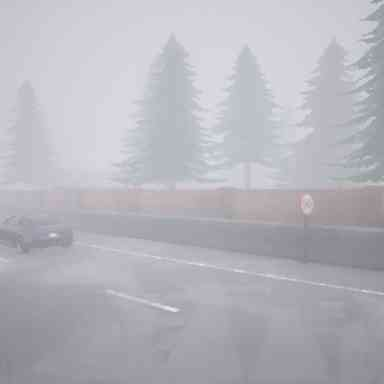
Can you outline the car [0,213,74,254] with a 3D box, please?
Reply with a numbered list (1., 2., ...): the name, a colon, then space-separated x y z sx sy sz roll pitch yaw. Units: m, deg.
1. car: -6.685 1.573 13.714 4.181 1.385 1.994 0 0 41
